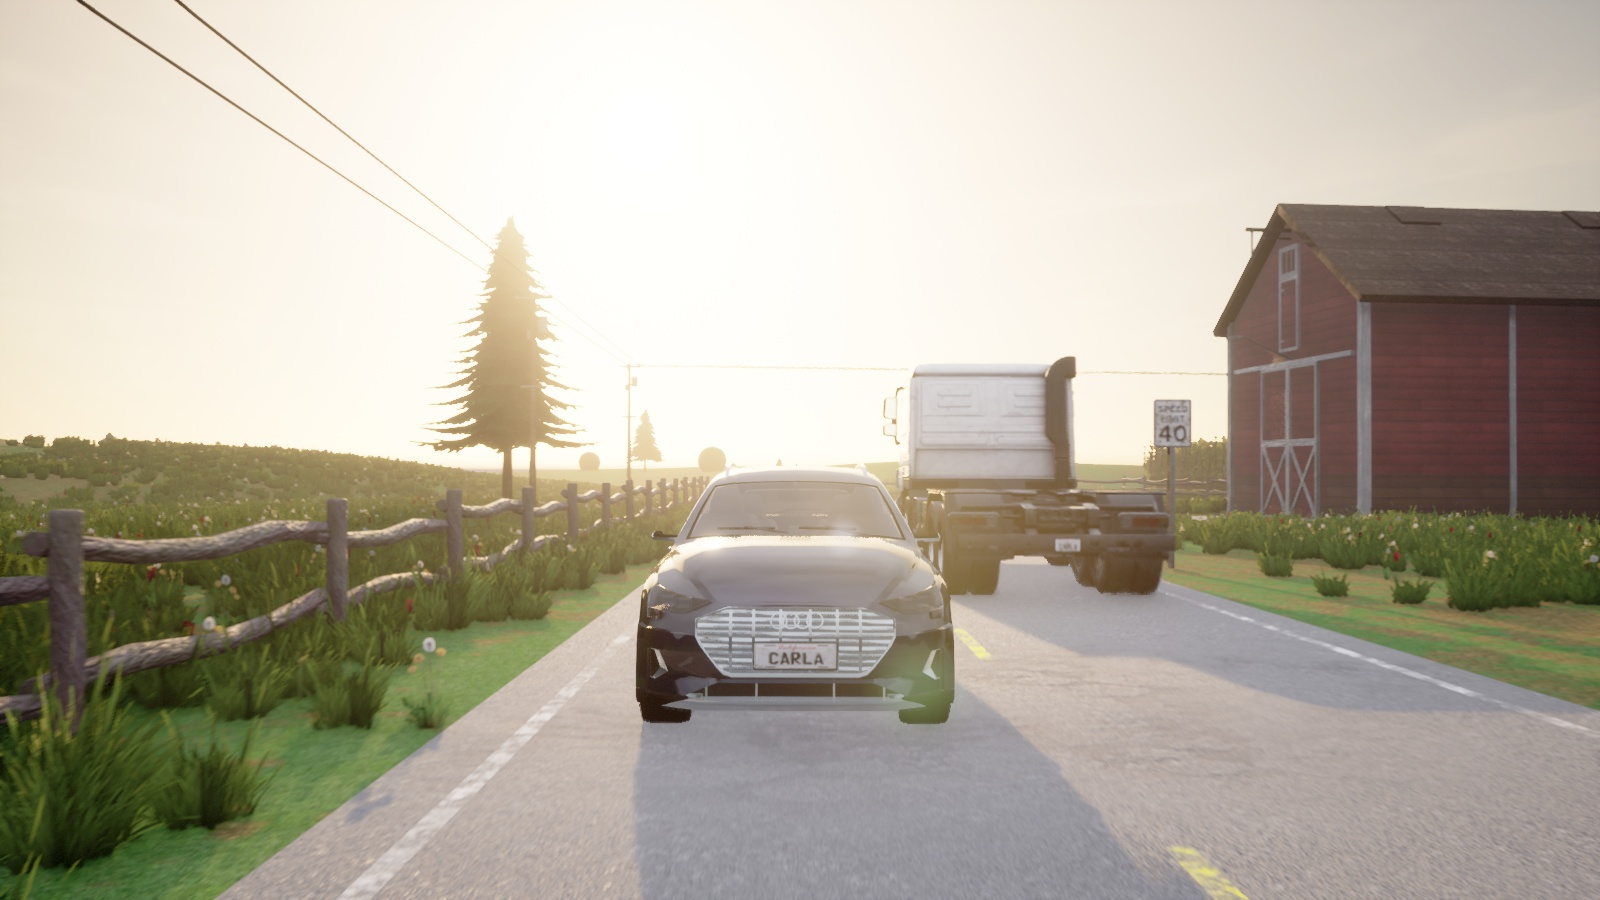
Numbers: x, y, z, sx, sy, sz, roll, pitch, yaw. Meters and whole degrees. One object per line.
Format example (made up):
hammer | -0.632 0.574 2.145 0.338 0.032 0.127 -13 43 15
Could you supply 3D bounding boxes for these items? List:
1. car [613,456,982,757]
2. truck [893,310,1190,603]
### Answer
car | -0.023 0.901 9.368 2.033 1.649 4.856 0 -1 0
truck | 3.150 0.136 18.860 2.891 3.462 7.936 0 -1 0
